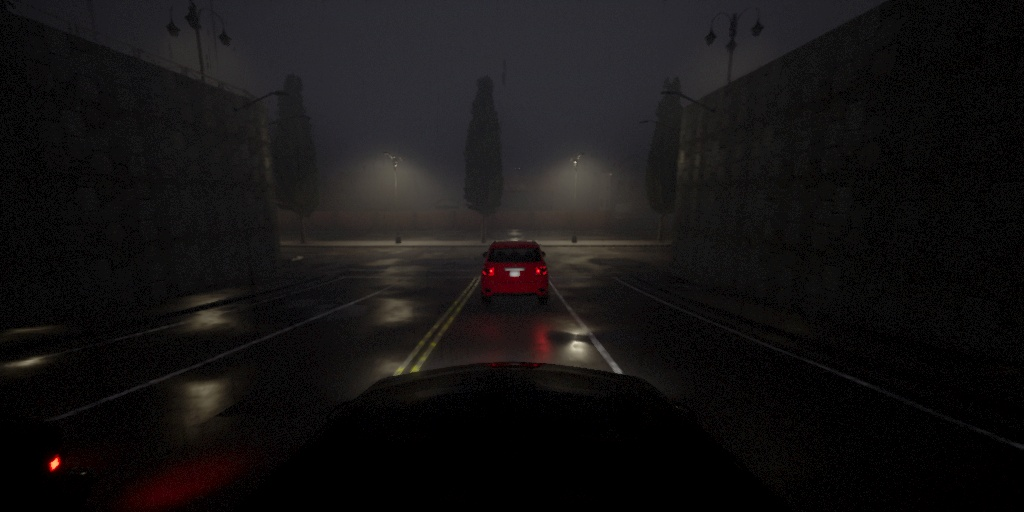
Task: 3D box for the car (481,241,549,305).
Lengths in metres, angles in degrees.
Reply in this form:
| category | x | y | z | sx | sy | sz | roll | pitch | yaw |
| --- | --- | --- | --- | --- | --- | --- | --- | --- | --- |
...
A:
| category | x | y | z | sx | sy | sz | roll | pitch | yaw |
| --- | --- | --- | --- | --- | --- | --- | --- | --- | --- |
| car | 0.086 | 0.469 | 13.217 | 2.150 | 2.045 | 5.566 | 0 | 3 | 0 |
